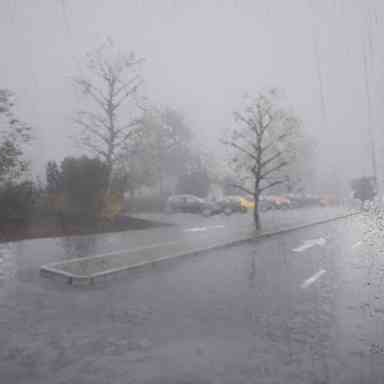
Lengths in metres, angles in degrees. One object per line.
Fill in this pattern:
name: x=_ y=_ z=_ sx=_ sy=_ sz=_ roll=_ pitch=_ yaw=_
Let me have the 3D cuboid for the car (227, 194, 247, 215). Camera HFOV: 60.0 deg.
car: x=1.726 y=1.025 z=27.568 sx=4.892 sy=1.521 sz=2.231 roll=3 pitch=1 yaw=14

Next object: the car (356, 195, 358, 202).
car: x=36.683 y=1.871 z=80.766 sx=5.008 sy=1.535 sz=2.097 roll=2 pitch=1 yaw=12

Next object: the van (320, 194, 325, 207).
van: x=17.412 y=1.186 z=50.860 sx=4.442 sy=1.987 sz=1.878 roll=3 pitch=0 yaw=14

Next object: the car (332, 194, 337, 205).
car: x=22.267 y=1.559 z=58.313 sx=4.792 sy=1.488 sz=2.163 roll=3 pitch=0 yaw=14

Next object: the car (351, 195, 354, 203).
car: x=33.526 y=1.829 z=75.736 sx=4.792 sy=1.488 sz=2.163 roll=3 pitch=1 yaw=12

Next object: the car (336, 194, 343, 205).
car: x=23.869 y=1.317 z=60.792 sx=5.566 sy=2.045 sz=2.435 roll=3 pitch=1 yaw=14

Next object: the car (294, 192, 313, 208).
car: x=12.318 y=1.033 z=43.457 sx=5.566 sy=2.045 sz=2.435 roll=3 pitch=1 yaw=14

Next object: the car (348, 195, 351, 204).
car: x=30.393 y=1.727 z=70.724 sx=5.008 sy=1.535 sz=2.097 roll=3 pitch=1 yaw=13

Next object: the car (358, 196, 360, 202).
car: x=39.550 y=1.927 z=85.876 sx=5.366 sy=1.575 sz=1.946 roll=2 pitch=1 yaw=11

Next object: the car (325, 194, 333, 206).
car: x=19.121 y=1.453 z=53.320 sx=5.366 sy=1.575 sz=1.946 roll=3 pitch=0 yaw=14

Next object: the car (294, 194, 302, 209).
car: x=10.681 y=1.285 z=40.984 sx=4.674 sy=1.452 sz=2.002 roll=3 pitch=0 yaw=14

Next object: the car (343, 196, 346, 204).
car: x=25.707 y=1.614 z=63.232 sx=5.366 sy=1.575 sz=1.946 roll=3 pitch=0 yaw=14

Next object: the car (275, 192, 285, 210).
car: x=7.354 y=1.036 z=36.039 sx=4.553 sy=1.767 sz=2.185 roll=3 pitch=0 yaw=14

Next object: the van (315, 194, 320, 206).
van: x=15.761 y=1.146 z=48.381 sx=4.442 sy=1.987 sz=1.878 roll=3 pitch=0 yaw=14

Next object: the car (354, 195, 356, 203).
car: x=35.158 y=1.867 z=78.246 sx=4.792 sy=1.488 sz=2.163 roll=3 pitch=0 yaw=12

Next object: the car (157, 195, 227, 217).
car: x=-0.171 y=0.977 z=24.753 sx=4.892 sy=1.521 sz=2.231 roll=3 pitch=0 yaw=14

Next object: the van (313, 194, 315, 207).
van: x=14.111 y=1.106 z=45.903 sx=4.442 sy=1.987 sz=1.878 roll=3 pitch=0 yaw=14

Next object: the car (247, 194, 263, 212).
car: x=3.426 y=1.059 z=30.430 sx=5.366 sy=1.575 sz=1.946 roll=3 pitch=1 yaw=14

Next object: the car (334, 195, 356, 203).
car: x=38.188 y=1.778 z=83.312 sx=4.553 sy=1.767 sz=2.185 roll=2 pitch=0 yaw=11

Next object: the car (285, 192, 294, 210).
car: x=9.066 y=1.080 z=38.491 sx=4.553 sy=1.767 sz=2.185 roll=3 pitch=1 yaw=14

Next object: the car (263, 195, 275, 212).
car: x=5.520 y=1.148 z=33.209 sx=4.792 sy=1.488 sz=2.163 roll=3 pitch=0 yaw=14
